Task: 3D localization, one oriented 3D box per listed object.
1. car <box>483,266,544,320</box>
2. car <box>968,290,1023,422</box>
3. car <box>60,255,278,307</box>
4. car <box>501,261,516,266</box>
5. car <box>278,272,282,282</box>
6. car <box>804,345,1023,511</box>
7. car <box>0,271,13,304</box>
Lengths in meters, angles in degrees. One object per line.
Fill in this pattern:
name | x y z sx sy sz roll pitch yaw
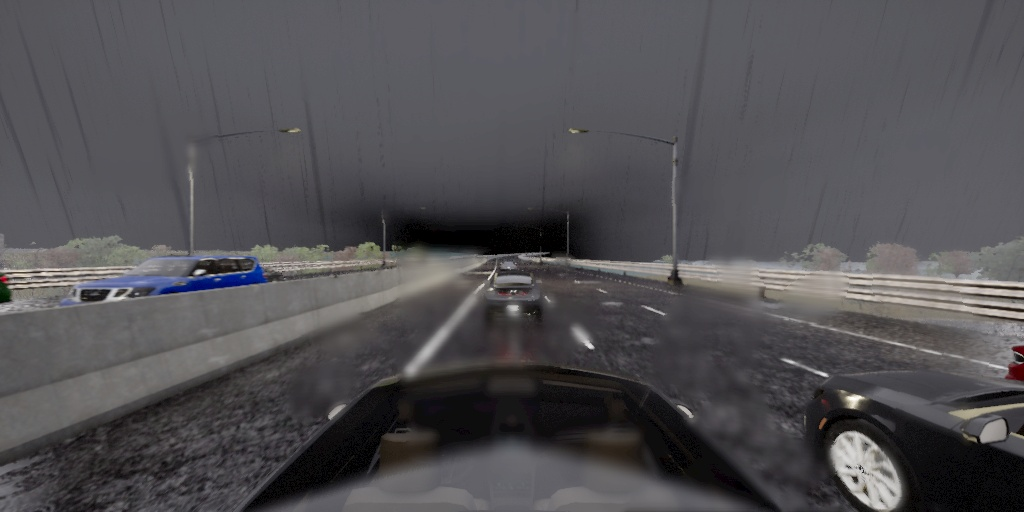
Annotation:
car | 0.054 1.254 12.553 1.837 1.490 4.892 0 0 0
car | 7.092 1.226 2.327 1.882 1.535 5.008 0 0 0
car | -10.638 0.973 11.764 2.150 2.045 5.566 0 0 0
car | -0.412 1.304 43.390 1.994 1.385 4.181 0 0 -1
car | -14.195 1.256 18.764 1.837 1.490 4.892 0 0 -1
car | 3.593 1.254 1.272 1.837 1.490 4.892 0 0 0
car | -17.625 0.975 9.455 2.150 2.045 5.566 0 0 0
